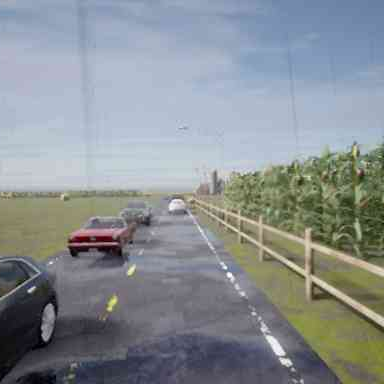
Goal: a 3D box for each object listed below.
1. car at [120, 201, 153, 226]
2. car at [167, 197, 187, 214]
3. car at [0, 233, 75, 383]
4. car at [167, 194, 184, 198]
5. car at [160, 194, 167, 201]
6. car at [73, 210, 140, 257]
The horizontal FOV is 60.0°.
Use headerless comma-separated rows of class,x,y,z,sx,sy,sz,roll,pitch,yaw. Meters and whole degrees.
car,-3.895,1.415,23.532,2.097,1.767,4.553,-1,0,-3
car,-1.578,1.576,36.788,1.812,1.442,4.674,-1,0,-3
car,-2.954,1.540,3.490,1.837,1.490,4.892,-1,0,-3
car,-2.093,1.291,47.497,2.150,2.045,5.566,-1,0,-3
car,-6.362,1.272,77.452,2.097,1.767,4.553,-1,0,-3
car,-3.426,1.649,13.397,1.895,1.301,4.718,-1,0,-3
